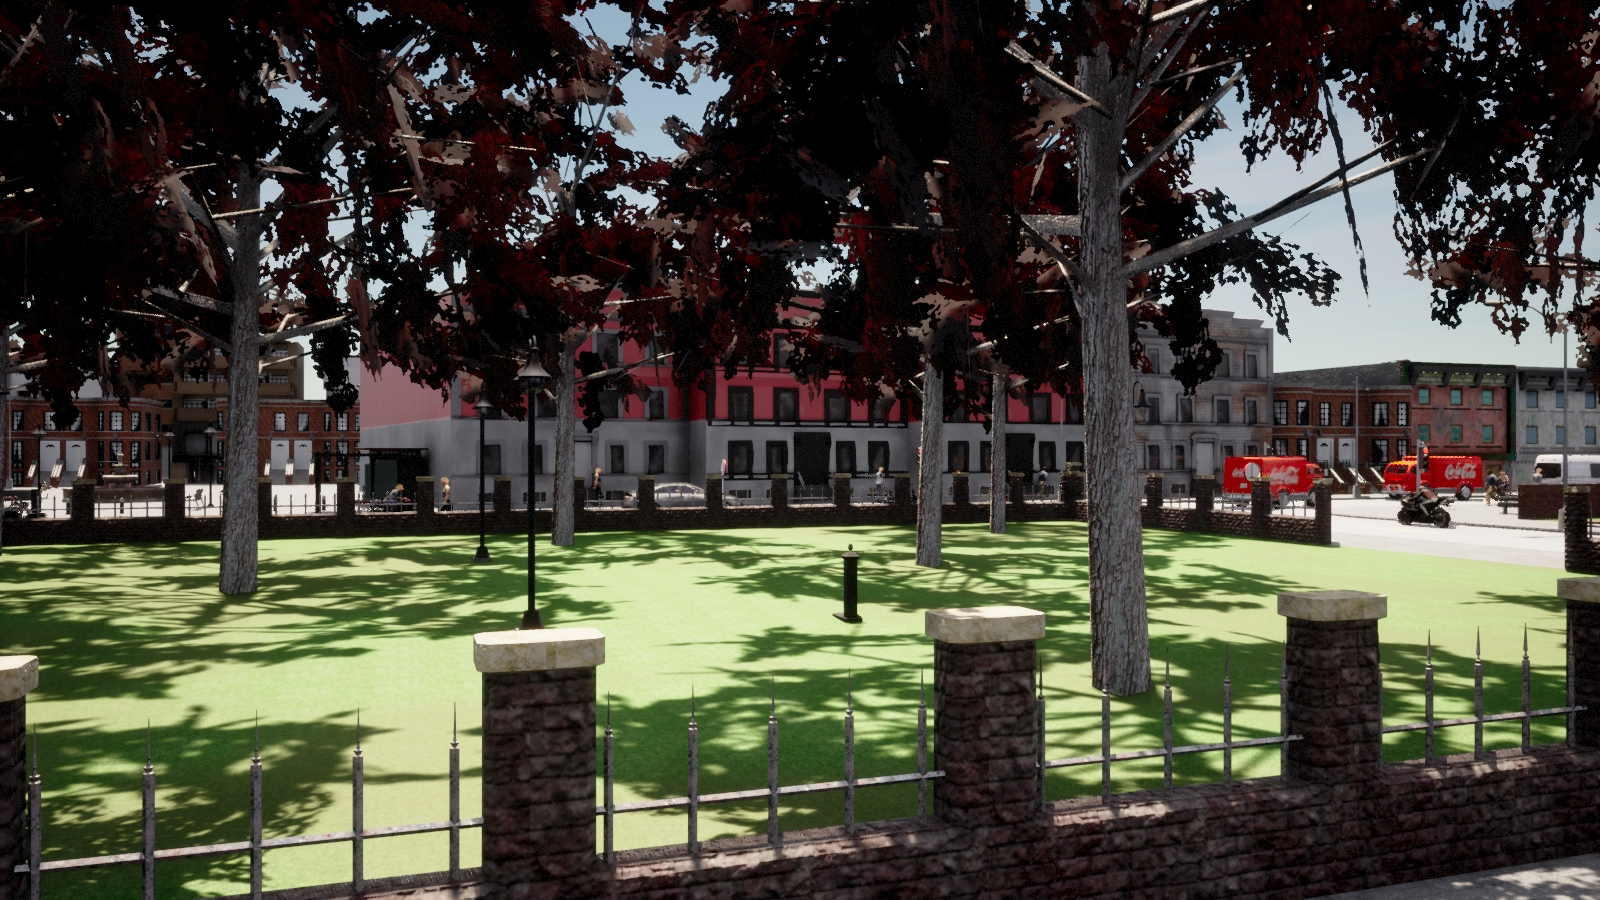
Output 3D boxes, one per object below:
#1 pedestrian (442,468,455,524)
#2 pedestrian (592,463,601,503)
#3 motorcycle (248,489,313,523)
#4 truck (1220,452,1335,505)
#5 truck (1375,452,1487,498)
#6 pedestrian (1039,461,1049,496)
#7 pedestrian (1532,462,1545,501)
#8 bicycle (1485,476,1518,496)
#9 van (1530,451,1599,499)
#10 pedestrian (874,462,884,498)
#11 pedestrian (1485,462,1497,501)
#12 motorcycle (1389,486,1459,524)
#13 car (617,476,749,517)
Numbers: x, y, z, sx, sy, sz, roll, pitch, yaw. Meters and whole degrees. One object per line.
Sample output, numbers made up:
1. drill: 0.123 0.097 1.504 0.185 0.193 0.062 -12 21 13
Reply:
1. pedestrian: -11.754 1.523 38.210 0.375 1.860 0.375 0 0 -19
2. pedestrian: -9.543 1.524 53.533 0.375 1.860 0.375 0 0 -19
3. motorcycle: -18.606 1.992 40.963 2.033 1.145 0.803 0 0 -19
4. truck: 23.250 1.349 55.589 5.204 2.467 2.627 0 0 -31
5. truck: 35.004 1.348 63.458 5.204 2.467 2.627 0 0 -19
6. pedestrian: 13.115 1.524 61.344 0.375 1.860 0.375 0 0 -21
7. pedestrian: 35.894 1.515 55.535 0.375 1.860 0.375 0 0 -18
8. bicycle: 40.060 2.036 65.248 1.487 1.080 0.859 0 0 -18
9. van: 42.746 1.314 62.027 5.915 2.561 1.988 0 0 -18
10. pedestrian: 4.051 1.523 58.407 0.375 1.860 0.375 0 0 -19
11. pedestrian: 33.219 1.517 54.898 0.375 1.860 0.375 0 0 9
12. motorcycle: 22.752 1.985 41.717 0.867 1.251 2.209 0 0 -20
13. car: -4.678 1.827 45.707 4.902 1.511 2.128 0 0 -19
